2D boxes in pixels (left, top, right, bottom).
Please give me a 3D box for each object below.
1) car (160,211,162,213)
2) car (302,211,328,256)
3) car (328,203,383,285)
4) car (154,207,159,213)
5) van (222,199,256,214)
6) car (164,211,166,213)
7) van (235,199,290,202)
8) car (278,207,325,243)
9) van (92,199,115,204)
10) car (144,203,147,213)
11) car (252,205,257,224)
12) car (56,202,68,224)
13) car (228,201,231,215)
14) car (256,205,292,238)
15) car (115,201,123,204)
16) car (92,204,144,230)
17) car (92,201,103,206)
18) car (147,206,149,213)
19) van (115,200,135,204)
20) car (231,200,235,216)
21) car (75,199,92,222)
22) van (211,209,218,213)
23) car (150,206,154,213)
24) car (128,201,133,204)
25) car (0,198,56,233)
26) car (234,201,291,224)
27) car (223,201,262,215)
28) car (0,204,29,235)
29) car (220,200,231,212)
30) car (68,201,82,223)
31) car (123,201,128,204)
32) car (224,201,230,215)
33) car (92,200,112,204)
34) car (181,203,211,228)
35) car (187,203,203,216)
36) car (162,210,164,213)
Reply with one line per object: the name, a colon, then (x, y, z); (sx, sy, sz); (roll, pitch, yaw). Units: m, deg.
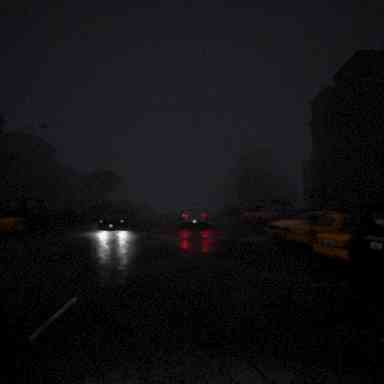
car: (-10.526, 4.945, 81.404); (4.792, 1.488, 2.163); (1, -6, -19)
car: (6.589, 1.555, 11.002); (5.366, 1.575, 1.946); (1, -1, -20)
car: (6.433, 1.281, 7.961); (5.566, 2.045, 2.435); (1, -1, -20)
car: (-10.666, 3.796, 72.693); (5.566, 2.045, 2.435); (1, -6, -19)
van: (6.588, 2.090, 46.810); (4.442, 1.987, 1.878); (1, -3, -19)
car: (-10.467, 5.782, 90.110); (5.366, 1.575, 1.946); (1, -6, -19)
van: (6.406, 1.593, 28.852); (4.442, 1.987, 1.878); (1, -1, -19)
car: (6.597, 1.584, 13.994); (5.366, 1.575, 1.946); (1, -1, -20)
van: (-11.335, 1.797, 37.547); (4.442, 1.987, 1.878); (0, -1, -19)
car: (-11.128, 2.866, 58.005); (5.366, 1.575, 1.946); (0, -4, -19)
car: (6.424, 1.690, 19.901); (4.792, 1.488, 2.163); (1, -1, -20)
car: (-11.339, 1.691, 22.913); (4.892, 1.521, 2.231); (-1, -1, -20)
car: (6.559, 2.002, 34.875); (4.674, 1.452, 2.002); (1, -2, -19)
car: (6.263, 1.612, 16.860); (5.366, 1.575, 1.946); (1, -1, -20)
car: (-11.196, 2.146, 40.514); (4.674, 1.452, 2.002); (0, -2, -19)
car: (-5.021, 1.770, 23.307); (2.033, 1.411, 5.357); (0, -1, 0)
car: (-11.252, 1.902, 31.730); (4.792, 1.488, 2.163); (0, -2, -19)
car: (-10.913, 3.067, 60.989); (4.892, 1.521, 2.231); (0, -4, -19)
van: (-11.198, 2.182, 49.273); (4.442, 1.987, 1.878); (0, -2, -19)
car: (6.507, 1.763, 31.880); (4.553, 1.767, 2.185); (1, -2, -19)
car: (-11.274, 1.679, 28.791); (4.553, 1.767, 2.185); (0, -1, -20)
van: (7.477, 5.804, 92.526); (4.442, 1.987, 1.878); (3, -6, -18)
car: (-10.793, 3.515, 66.816); (4.892, 1.521, 2.231); (1, -4, -19)
car: (-11.095, 2.322, 46.384); (4.792, 1.488, 2.163); (0, -2, -19)
car: (-11.392, 1.393, 19.971); (5.566, 2.045, 2.435); (-1, -1, -20)
car: (6.316, 1.756, 25.832); (5.366, 1.575, 1.946); (1, -1, -19)
car: (6.694, 2.092, 43.864); (4.553, 1.767, 2.185); (1, -2, -19)
car: (-11.551, 1.598, 16.988); (5.366, 1.575, 1.946); (-1, 0, -20)
car: (6.608, 1.875, 40.849); (5.566, 2.045, 2.435); (1, -2, -19)
car: (-11.319, 1.747, 25.850); (4.892, 1.521, 2.231); (0, -1, -20)
car: (-11.163, 2.235, 43.451); (4.674, 1.452, 2.002); (0, -2, -19)
car: (6.622, 2.071, 37.879); (4.792, 1.488, 2.163); (1, -2, -19)
car: (-11.259, 1.943, 34.648); (5.008, 1.535, 2.097); (0, -2, -19)
car: (0.171, 1.763, 24.321); (1.812, 1.442, 4.674); (0, -1, 0)
car: (0.345, 2.140, 41.796); (1.882, 1.535, 5.008); (0, -2, 1)
car: (-10.608, 5.201, 84.279); (5.366, 1.575, 1.946); (1, -6, -19)
